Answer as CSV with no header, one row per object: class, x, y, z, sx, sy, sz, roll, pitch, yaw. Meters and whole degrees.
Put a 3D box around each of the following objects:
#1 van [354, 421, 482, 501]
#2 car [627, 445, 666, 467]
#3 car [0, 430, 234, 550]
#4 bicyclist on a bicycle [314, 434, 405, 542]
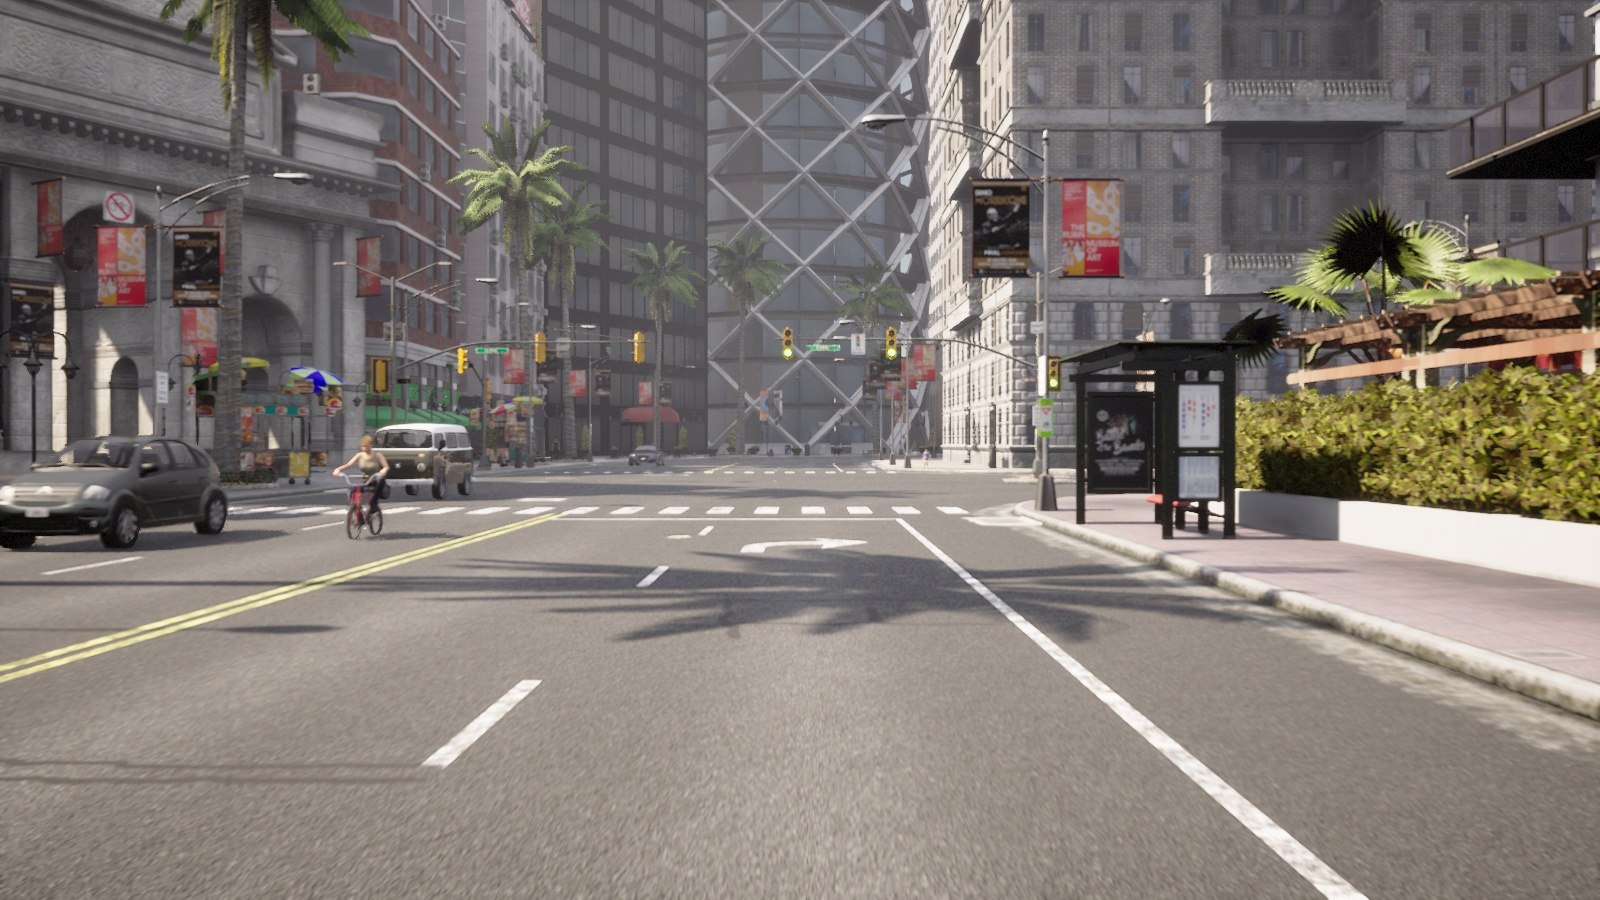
van,-10.265,0.269,34.121,2.069,2.038,4.480,0,0,0
car,-9.959,0.342,81.669,1.994,1.385,4.181,0,0,0
car,-10.363,0.530,18.915,1.851,1.617,3.988,0,0,0
bicyclist on a bicycle,-6.853,0.567,19.618,0.866,1.612,1.509,0,0,1
